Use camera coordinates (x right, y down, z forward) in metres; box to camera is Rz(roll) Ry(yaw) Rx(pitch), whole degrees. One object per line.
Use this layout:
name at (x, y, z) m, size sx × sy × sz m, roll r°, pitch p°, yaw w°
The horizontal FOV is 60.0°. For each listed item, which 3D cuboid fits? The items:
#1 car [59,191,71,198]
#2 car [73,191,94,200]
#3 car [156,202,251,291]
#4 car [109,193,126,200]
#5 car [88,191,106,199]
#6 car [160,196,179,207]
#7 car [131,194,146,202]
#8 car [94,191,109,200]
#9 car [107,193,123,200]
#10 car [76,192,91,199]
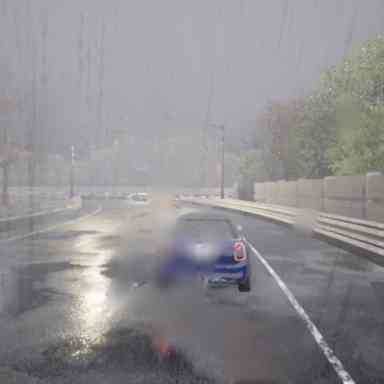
car at (-30.815, 0.895, 83.220) m, size 1.837 × 1.490 × 4.892 m, roll 0°, pitch 0°, yaw -42°
car at (-24.361, 0.846, 74.591) m, size 2.097 × 1.767 × 4.553 m, roll 0°, pitch 0°, yaw -33°
car at (0.352, 1.322, 9.191) m, size 2.097 × 1.767 × 4.553 m, roll 0°, pitch 0°, yaw 3°
car at (-16.548, 1.090, 75.323) m, size 1.812 × 1.442 × 4.674 m, roll 0°, pitch 0°, yaw -33°
car at (-24.896, 0.664, 87.059) m, size 2.150 × 2.045 × 5.566 m, roll 0°, pitch 0°, yaw -42°
car at (-2.998, 1.299, 43.473) m, size 1.882 × 1.535 × 5.008 m, roll 1°, pitch 0°, yaw -14°
car at (-10.164, 1.163, 63.360) m, size 2.128 × 1.511 × 4.902 m, roll 1°, pitch 0°, yaw -25°
car at (-21.448, 1.065, 76.528) m, size 1.994 × 1.385 × 4.181 m, roll 0°, pitch 0°, yaw -33°
car at (-18.148, 1.065, 77.885) m, size 2.128 × 1.511 × 4.902 m, roll 0°, pitch 0°, yaw -33°
car at (-27.717, 0.895, 84.966) m, size 1.882 × 1.535 × 5.008 m, roll 0°, pitch 0°, yaw -42°
